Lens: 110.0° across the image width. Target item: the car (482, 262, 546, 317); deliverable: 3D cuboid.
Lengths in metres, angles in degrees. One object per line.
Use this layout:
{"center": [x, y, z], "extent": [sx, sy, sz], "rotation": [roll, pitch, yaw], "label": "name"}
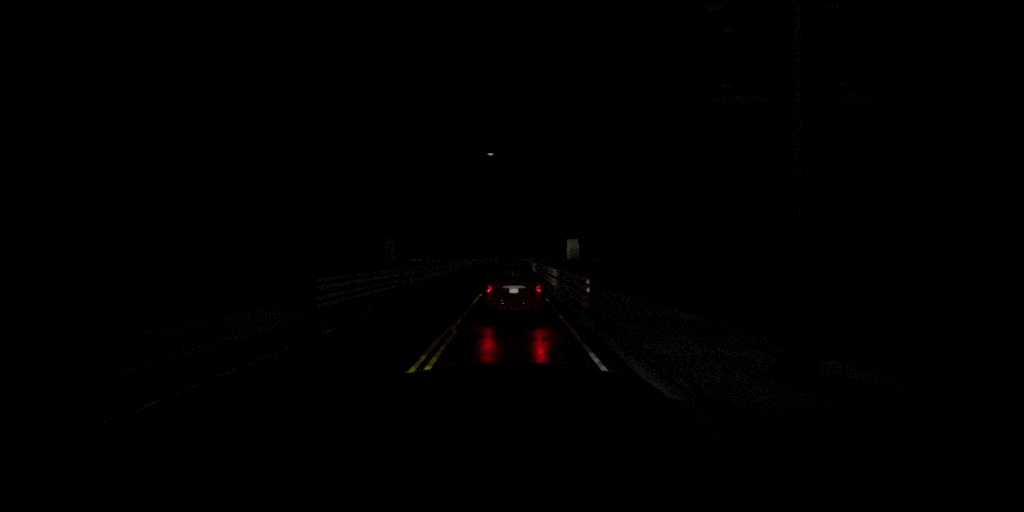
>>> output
{"center": [0.067, 1.110, 13.399], "extent": [2.097, 1.767, 4.553], "rotation": [0, 0, 0], "label": "car"}
